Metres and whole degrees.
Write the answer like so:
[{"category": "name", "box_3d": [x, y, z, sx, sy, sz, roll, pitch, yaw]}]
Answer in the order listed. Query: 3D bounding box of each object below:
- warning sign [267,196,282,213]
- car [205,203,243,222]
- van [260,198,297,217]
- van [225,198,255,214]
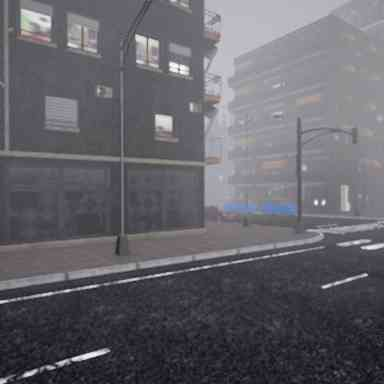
[{"category": "warning sign", "box_3d": [9.219, 1.347, 37.310, 1.300, 1.860, 1.060, 1, 0, -37]}, {"category": "car", "box_3d": [2.039, 1.841, 28.961, 1.802, 1.307, 4.206, -1, 0, -37]}, {"category": "van", "box_3d": [8.748, 1.553, 33.918, 1.690, 1.788, 3.998, -1, 0, -37]}, {"category": "van", "box_3d": [5.407, 1.627, 38.414, 1.690, 1.788, 3.998, -1, 0, -37]}]
